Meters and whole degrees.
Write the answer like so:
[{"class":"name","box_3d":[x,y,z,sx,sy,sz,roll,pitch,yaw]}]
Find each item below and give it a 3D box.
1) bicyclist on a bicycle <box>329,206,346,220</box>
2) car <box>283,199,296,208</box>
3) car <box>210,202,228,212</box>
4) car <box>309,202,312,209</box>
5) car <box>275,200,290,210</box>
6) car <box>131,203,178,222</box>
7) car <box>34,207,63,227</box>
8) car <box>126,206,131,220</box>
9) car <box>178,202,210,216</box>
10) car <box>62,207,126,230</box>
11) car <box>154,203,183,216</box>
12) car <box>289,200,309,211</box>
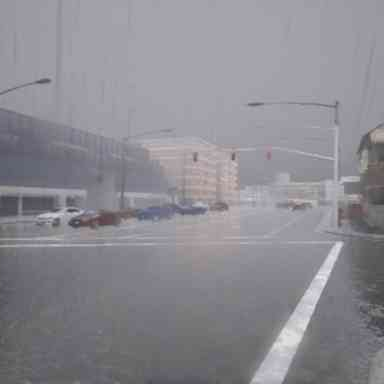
[{"class":"bicyclist on a bicycle","box_3d":[15.388,2.120,35.208,1.656,1.620,0.582,0,0,24]},{"class":"car","box_3d":[20.846,2.443,71.069,2.097,1.767,4.553,0,-2,24]},{"class":"car","box_3d":[4.186,2.232,50.692,1.812,1.442,4.674,0,0,24]},{"class":"car","box_3d":[24.081,2.812,69.735,1.812,1.442,4.674,0,-2,24]},{"class":"car","box_3d":[16.669,2.411,61.535,1.882,1.535,5.008,0,-1,24]},{"class":"car","box_3d":[-3.571,2.074,33.014,1.882,1.535,5.008,0,-1,23]},{"class":"car","box_3d":[-10.268,1.909,26.493,1.812,1.442,4.674,0,-1,22]},{"class":"car","box_3d":[-6.609,2.175,34.818,1.895,1.301,4.718,0,0,24]},{"class":"car","box_3d":[0.169,2.292,41.560,1.895,1.301,4.718,0,0,24]},{"class":"car","box_3d":[-7.158,1.966,24.839,1.994,1.385,4.181,0,-1,24]},{"class":"car","box_3d":[-2.971,2.191,43.112,1.812,1.442,4.674,0,0,24]},{"class":"car","box_3d":[17.815,2.382,55.147,1.812,1.442,4.674,0,-1,24]}]
